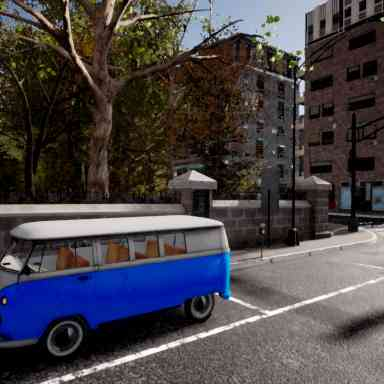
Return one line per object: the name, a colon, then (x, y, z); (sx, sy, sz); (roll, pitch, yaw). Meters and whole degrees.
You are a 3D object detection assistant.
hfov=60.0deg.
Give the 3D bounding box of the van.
van: (-1.186, 1.342, 5.655); (3.998, 1.788, 1.690); (0, 1, -36)
